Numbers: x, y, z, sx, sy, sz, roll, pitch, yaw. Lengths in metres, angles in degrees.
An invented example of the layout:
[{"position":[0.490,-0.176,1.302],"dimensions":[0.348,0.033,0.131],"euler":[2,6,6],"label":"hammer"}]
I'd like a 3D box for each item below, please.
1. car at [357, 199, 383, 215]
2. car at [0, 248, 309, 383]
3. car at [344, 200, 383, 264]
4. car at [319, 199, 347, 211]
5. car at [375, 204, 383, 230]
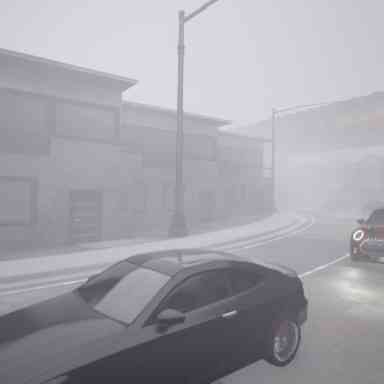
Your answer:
[{"position":[19.908,1.573,35.680],"dimensions":[2.128,1.511,4.902],"euler":[1,-1,4],"label":"car"},{"position":[-0.345,1.524,4.183],"dimensions":[4.674,1.442,1.812],"euler":[0,0,-39],"label":"car"},{"position":[6.816,1.309,11.131],"dimensions":[2.097,1.767,4.553],"euler":[0,1,37],"label":"car"},{"position":[19.376,1.773,45.773],"dimensions":[1.837,1.490,4.892],"euler":[1,-1,-8],"label":"car"},{"position":[12.583,1.510,20.423],"dimensions":[1.895,1.301,4.718],"euler":[1,0,23],"label":"car"}]
